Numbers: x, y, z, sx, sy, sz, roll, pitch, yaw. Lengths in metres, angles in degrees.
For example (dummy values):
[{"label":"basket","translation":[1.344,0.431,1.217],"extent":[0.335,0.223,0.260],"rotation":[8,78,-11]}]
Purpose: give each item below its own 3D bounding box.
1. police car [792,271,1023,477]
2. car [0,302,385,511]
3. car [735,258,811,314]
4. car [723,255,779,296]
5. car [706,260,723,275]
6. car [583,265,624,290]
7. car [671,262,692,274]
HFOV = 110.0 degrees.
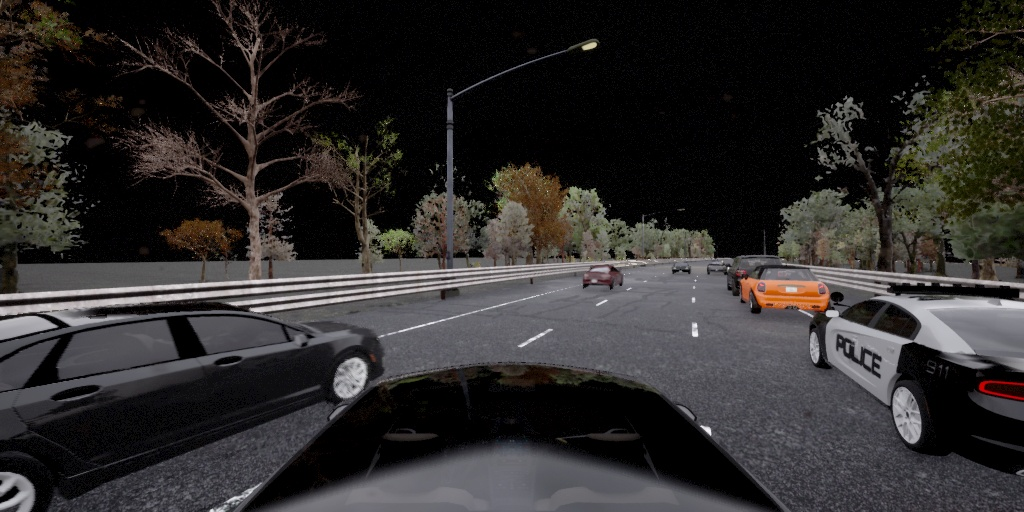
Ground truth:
[{"label":"police car","translation":[5.608,1.175,4.699],"extent":[1.930,1.638,5.238],"rotation":[0,0,26]},{"label":"car","translation":[-3.606,1.254,3.875],"extent":[1.837,1.490,4.892],"rotation":[0,0,26]},{"label":"car","translation":[9.934,1.102,13.421],"extent":[2.097,1.767,4.553],"rotation":[0,0,27]},{"label":"car","translation":[12.647,0.978,18.754],"extent":[2.150,2.045,5.566],"rotation":[0,0,27]},{"label":"car","translation":[22.453,1.261,39.317],"extent":[2.128,1.511,4.902],"rotation":[0,0,29]},{"label":"car","translation":[5.833,1.279,22.828],"extent":[1.812,1.442,4.674],"rotation":[0,0,27]},{"label":"car","translation":[19.342,1.370,40.798],"extent":[1.895,1.301,4.718],"rotation":[0,0,29]}]
